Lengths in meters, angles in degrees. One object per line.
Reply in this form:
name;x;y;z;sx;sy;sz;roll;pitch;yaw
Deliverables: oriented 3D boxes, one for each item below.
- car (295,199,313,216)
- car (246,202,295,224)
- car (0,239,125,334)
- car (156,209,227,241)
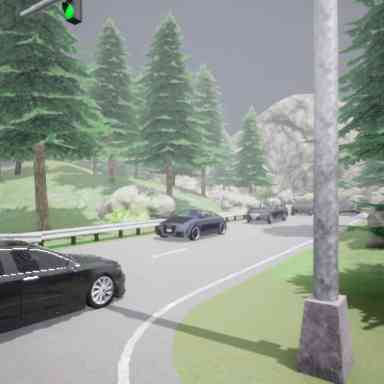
car;11.321;1.519;33.670;1.837;1.490;4.892;0;0;28
car;5.730;1.506;25.118;2.128;1.511;4.902;0;0;35
car;-3.296;1.577;5.717;1.837;1.490;4.892;0;-2;35
car;0.077;1.578;16.935;1.994;1.385;4.181;0;0;35
